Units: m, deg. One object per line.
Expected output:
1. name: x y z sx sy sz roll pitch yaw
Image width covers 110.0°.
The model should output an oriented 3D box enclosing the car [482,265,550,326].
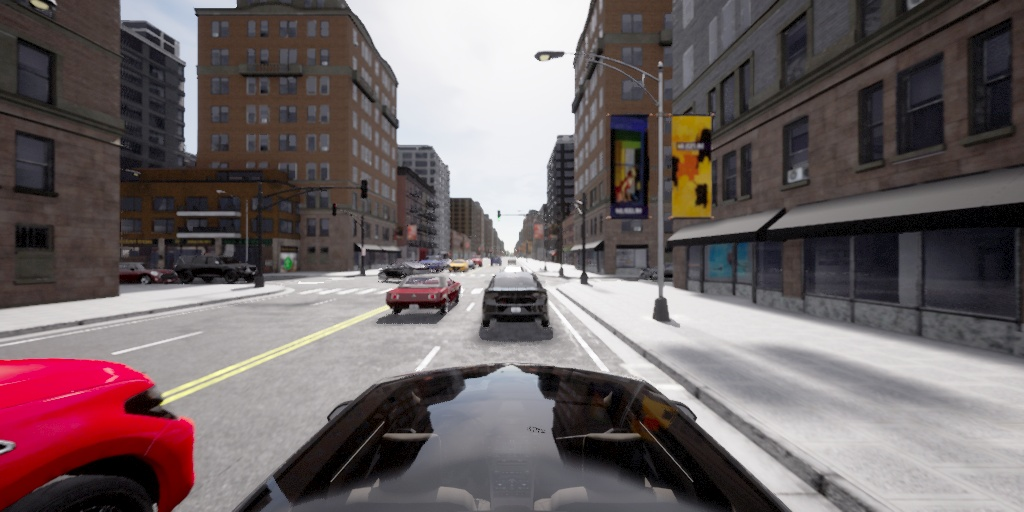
1. car: 0.100 1.224 11.730 1.882 1.535 5.008 0 0 0

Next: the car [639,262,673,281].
1. car: 13.235 1.273 30.195 4.902 1.511 2.128 0 0 0

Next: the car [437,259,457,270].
1. car: -9.826 1.218 54.289 2.128 1.511 4.902 0 0 0

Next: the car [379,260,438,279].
1. car: -8.249 1.233 27.427 4.902 1.511 2.128 0 -1 39

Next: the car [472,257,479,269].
1. car: -6.583 1.291 53.855 1.994 1.385 4.181 0 0 0

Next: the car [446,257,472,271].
1. car: -6.600 1.211 44.861 1.882 1.535 5.008 0 0 0

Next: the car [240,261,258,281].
1. car: -22.189 0.956 27.074 5.566 2.045 2.150 0 0 0

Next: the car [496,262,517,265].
1. car: 0.083 1.307 24.278 1.994 1.385 4.181 0 0 0

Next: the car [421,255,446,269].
1. car: -9.844 0.954 44.476 2.150 2.045 5.566 0 0 0

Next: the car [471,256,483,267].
1. car: -6.505 0.941 64.585 2.150 2.045 5.566 0 0 0

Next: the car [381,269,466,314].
1. car: -3.150 1.347 13.800 1.895 1.301 4.718 0 0 0
